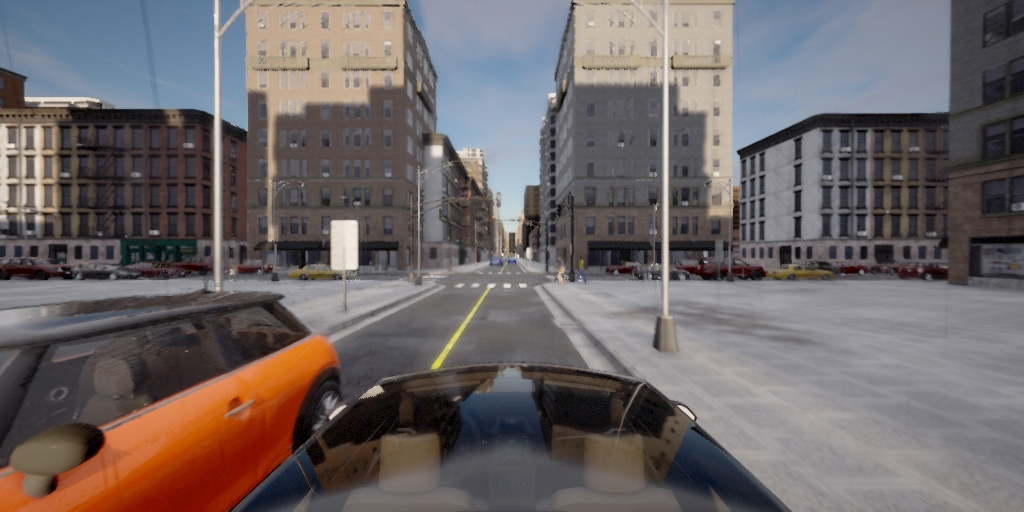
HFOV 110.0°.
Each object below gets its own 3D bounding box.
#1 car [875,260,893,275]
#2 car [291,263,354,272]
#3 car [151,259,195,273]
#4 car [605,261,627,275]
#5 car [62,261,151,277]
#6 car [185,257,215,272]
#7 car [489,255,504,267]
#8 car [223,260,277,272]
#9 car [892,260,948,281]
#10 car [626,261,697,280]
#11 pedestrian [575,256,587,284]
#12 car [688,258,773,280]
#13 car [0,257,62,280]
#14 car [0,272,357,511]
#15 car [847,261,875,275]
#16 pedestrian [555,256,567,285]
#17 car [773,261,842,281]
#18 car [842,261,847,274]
[{"bbox_3d":[38.815,1.118,36.405,4.097,1.591,1.967,0,0,0],"label":"car"},{"bbox_3d":[-14.914,1.241,28.423,4.829,1.417,1.751,0,0,0],"label":"car"},{"bbox_3d":[-30.758,1.222,30.975,4.674,1.442,1.812,0,0,0],"label":"car"},{"bbox_3d":[11.769,1.214,36.427,4.507,1.381,1.888,0,0,0],"label":"car"},{"bbox_3d":[-32.070,1.263,28.437,4.403,1.370,2.007,0,0,0],"label":"car"},{"bbox_3d":[-32.063,0.973,36.461,5.009,1.841,2.192,0,0,0],"label":"car"},{"bbox_3d":[-2.770,0.864,63.477,2.150,2.045,5.566,0,0,0],"label":"car"},{"bbox_3d":[-26.401,1.100,36.457,4.097,1.591,1.967,0,0,0],"label":"car"},{"bbox_3d":[33.399,1.169,28.385,4.097,1.591,1.967,0,0,0],"label":"car"},{"bbox_3d":[11.762,1.273,28.402,4.403,1.370,2.007,0,0,0],"label":"car"},{"bbox_3d":[4.375,0.860,22.607,0.375,1.860,0.375,0,0,0],"label":"pedestrian"},{"bbox_3d":[17.171,1.039,28.398,5.009,1.841,2.192,0,0,0],"label":"car"},{"bbox_3d":[-37.732,1.026,28.441,5.009,1.841,2.192,0,0,0],"label":"car"},{"bbox_3d":[-2.845,1.102,1.916,2.097,1.767,4.553,0,0,0],"label":"car"},{"bbox_3d":[33.406,1.221,36.410,4.507,1.381,1.888,0,0,0],"label":"car"},{"bbox_3d":[2.997,0.852,22.007,0.375,1.860,0.375,0,0,0],"label":"pedestrian"},{"bbox_3d":[22.751,1.251,28.393,4.829,1.417,1.751,0,0,0],"label":"car"},{"bbox_3d":[28.122,1.197,33.864,4.892,1.490,1.837,0,0,0],"label":"car"}]
